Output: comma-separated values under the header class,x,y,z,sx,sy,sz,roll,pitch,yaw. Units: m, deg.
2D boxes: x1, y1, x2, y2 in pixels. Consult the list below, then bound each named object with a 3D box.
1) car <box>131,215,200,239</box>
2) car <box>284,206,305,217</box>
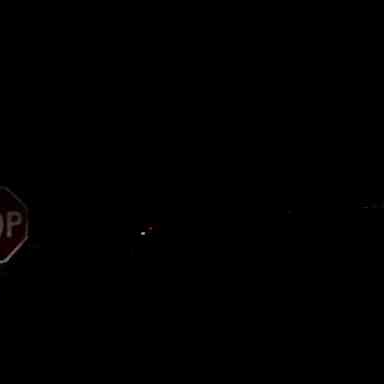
class,x,y,z,sx,sy,sz,roll,pitch,yaw
car,-1.485,2.094,20.633,1.895,1.301,4.718,1,-1,35
car,15.195,2.836,49.085,2.128,1.511,4.902,1,-1,35
